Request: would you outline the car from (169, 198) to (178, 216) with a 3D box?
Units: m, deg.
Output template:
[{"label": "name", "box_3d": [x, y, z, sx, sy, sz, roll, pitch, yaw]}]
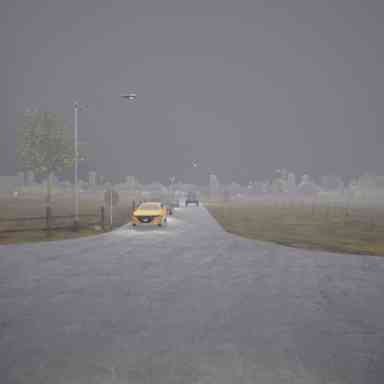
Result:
[{"label": "car", "box_3d": [-2.837, 1.506, 33.382, 2.128, 1.511, 4.902, 0, 0, 0]}]

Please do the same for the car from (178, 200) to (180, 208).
[{"label": "car", "box_3d": [-2.812, 1.594, 47.706, 1.994, 1.385, 4.181, 0, 0, 1]}]

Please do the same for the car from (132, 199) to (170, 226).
[{"label": "car", "box_3d": [-2.880, 1.487, 23.406, 1.882, 1.535, 5.008, 0, 0, 1]}]

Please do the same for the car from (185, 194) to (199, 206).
[{"label": "car", "box_3d": [0.018, 1.264, 55.383, 2.150, 2.045, 5.566, 0, 0, 0]}]
